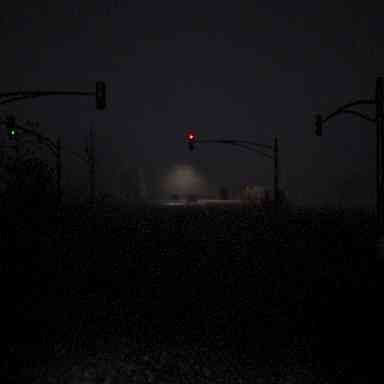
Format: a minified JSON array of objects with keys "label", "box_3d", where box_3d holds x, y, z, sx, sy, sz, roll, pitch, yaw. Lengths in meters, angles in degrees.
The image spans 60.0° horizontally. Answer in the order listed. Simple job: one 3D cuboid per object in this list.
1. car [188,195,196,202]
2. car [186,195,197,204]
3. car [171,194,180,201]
[{"label":"car","box_3d":[-0.094,1.426,78.169,1.837,1.490,4.892,0,0,0]},{"label":"car","box_3d":[-0.082,1.425,68.133,2.097,1.767,4.553,0,0,0]},{"label":"car","box_3d":[-3.587,1.196,72.334,1.837,1.490,4.892,0,0,0]}]
